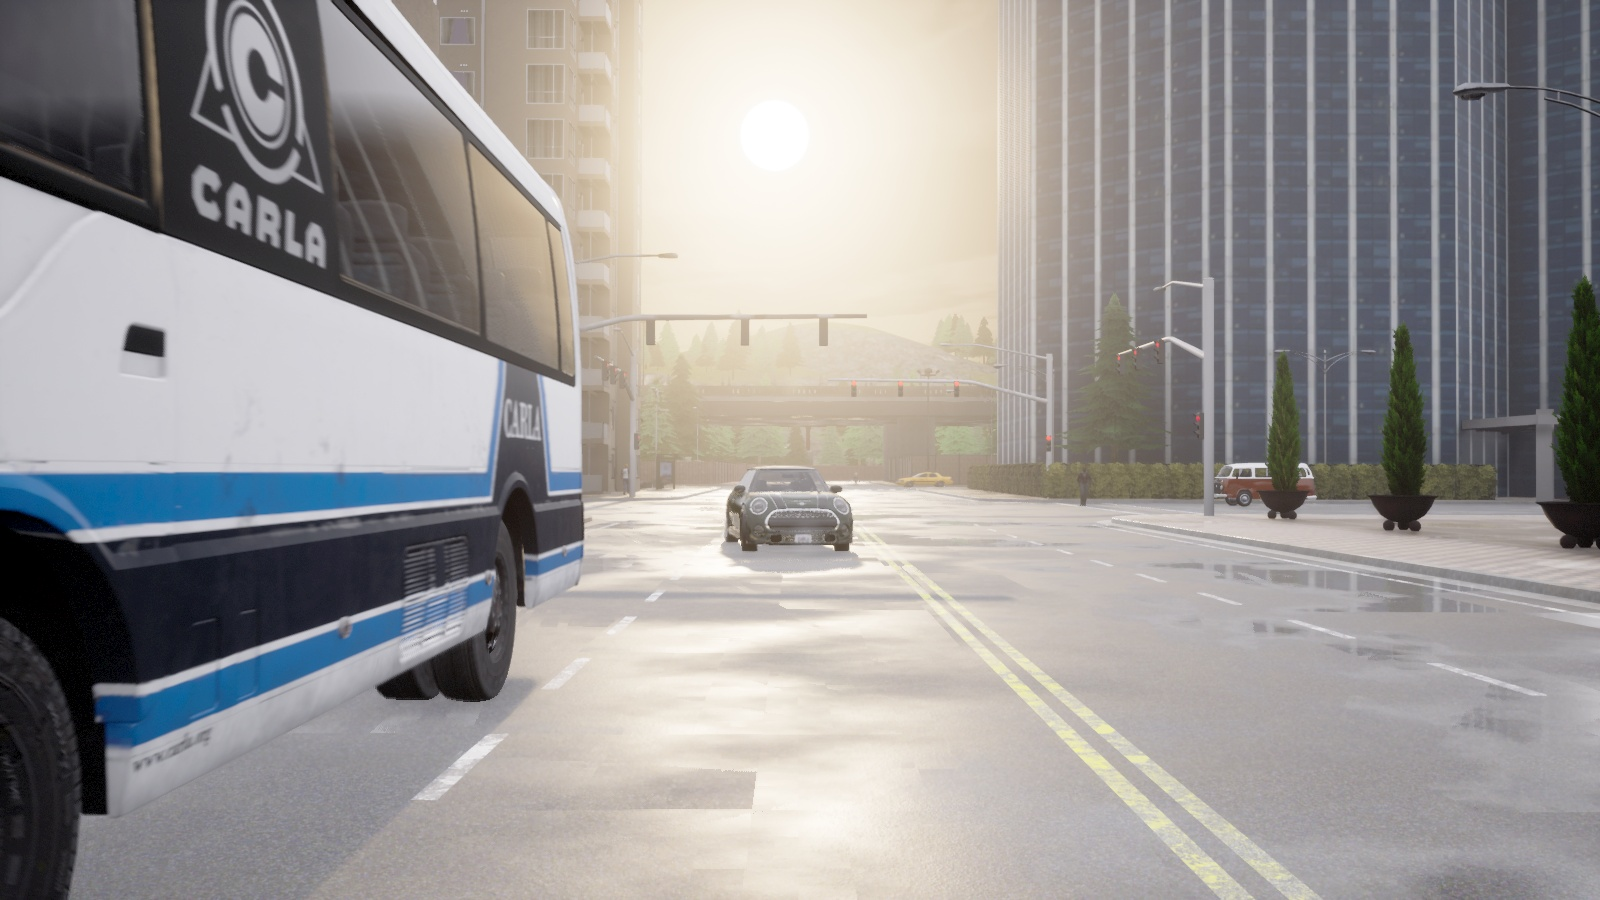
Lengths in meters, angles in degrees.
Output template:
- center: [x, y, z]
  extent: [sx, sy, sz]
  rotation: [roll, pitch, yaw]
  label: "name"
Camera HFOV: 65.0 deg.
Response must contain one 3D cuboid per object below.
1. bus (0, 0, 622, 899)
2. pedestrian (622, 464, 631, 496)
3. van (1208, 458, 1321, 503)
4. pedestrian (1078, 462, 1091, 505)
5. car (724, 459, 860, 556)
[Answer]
- center: [-3.521, -0.450, 5.867]
  extent: [3.944, 4.253, 10.273]
  rotation: [0, -1, 0]
  label: "bus"
- center: [-10.040, 1.731, 72.725]
  extent: [0.354, 1.836, 0.706]
  rotation: [0, -1, 6]
  label: "pedestrian"
- center: [21.638, 1.433, 58.627]
  extent: [4.480, 2.038, 2.069]
  rotation: [0, -1, -1]
  label: "van"
- center: [12.779, 1.505, 56.392]
  extent: [0.402, 1.930, 0.666]
  rotation: [0, -1, 1]
  label: "pedestrian"
- center: [-0.275, 1.100, 25.442]
  extent: [2.097, 1.767, 4.553]
  rotation: [0, -1, -9]
  label: "car"
